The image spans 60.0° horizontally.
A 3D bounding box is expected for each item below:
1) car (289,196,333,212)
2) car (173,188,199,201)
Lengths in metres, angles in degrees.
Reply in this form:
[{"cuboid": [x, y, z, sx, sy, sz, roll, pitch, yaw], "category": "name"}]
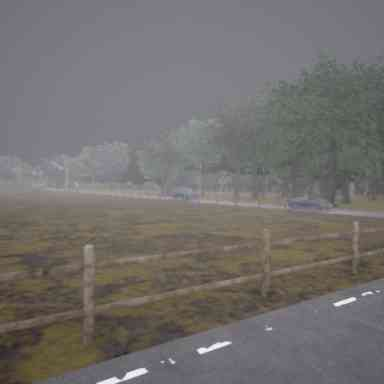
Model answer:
[{"cuboid": [12.370, 1.204, 34.856, 1.812, 1.442, 4.674, 0, 1, -35], "category": "car"}, {"cuboid": [-1.014, 0.351, 53.819, 2.150, 2.045, 5.566, 0, 1, -35], "category": "car"}]
